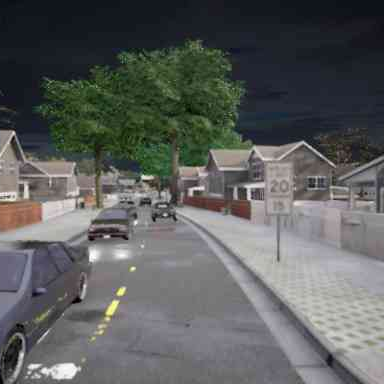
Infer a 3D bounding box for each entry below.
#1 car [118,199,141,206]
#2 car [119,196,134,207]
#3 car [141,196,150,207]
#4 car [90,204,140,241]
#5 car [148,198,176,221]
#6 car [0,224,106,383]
[{"bbox_3d":[-5.668,1.492,28.756,1.837,1.490,4.892,0,0,-11],"label":"car"},{"bbox_3d":[-8.599,1.184,43.590,1.895,1.301,4.718,0,0,-11],"label":"car"},{"bbox_3d":[-7.215,1.457,51.835,1.837,1.490,4.892,0,0,-10],"label":"car"},{"bbox_3d":[-3.951,1.544,16.972,2.033,1.411,5.357,0,0,-6],"label":"car"},{"bbox_3d":[-2.351,1.498,26.731,1.812,1.442,4.674,0,0,-10],"label":"car"},{"bbox_3d":[-3.030,1.550,5.418,2.033,1.411,5.357,0,0,-4],"label":"car"}]
